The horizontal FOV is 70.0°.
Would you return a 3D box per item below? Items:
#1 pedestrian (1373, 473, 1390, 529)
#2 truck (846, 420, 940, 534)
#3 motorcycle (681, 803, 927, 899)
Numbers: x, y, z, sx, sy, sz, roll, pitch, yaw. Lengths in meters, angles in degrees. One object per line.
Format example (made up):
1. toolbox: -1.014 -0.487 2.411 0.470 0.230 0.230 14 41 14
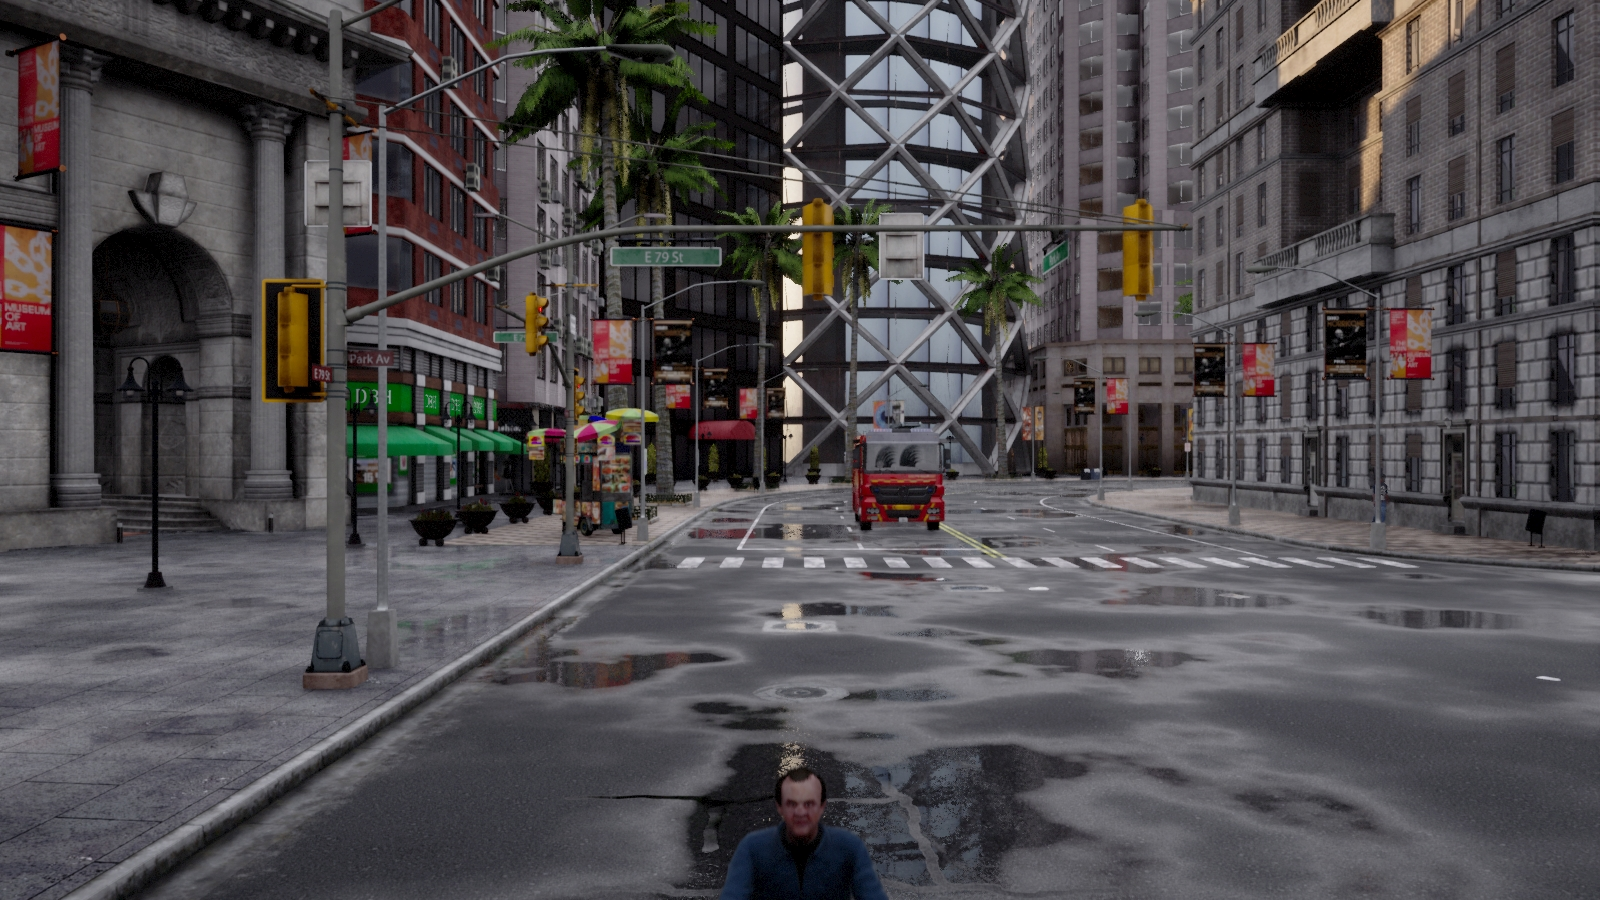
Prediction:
1. pedestrian: 19.564 1.711 38.468 0.375 1.860 0.375 0 0 0
2. truck: 3.287 0.907 42.694 2.891 3.827 8.468 0 0 0
3. motorcycle: 0.014 2.184 4.168 0.856 1.236 1.805 0 0 0
